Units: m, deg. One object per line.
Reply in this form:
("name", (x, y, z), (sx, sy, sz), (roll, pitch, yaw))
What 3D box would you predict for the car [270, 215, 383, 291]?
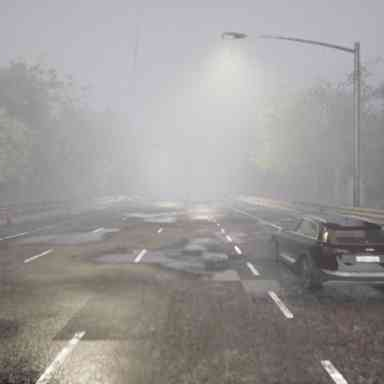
("car", (3.489, 1.391, 8.858), (2.033, 1.649, 4.856), (0, 0, 0))
